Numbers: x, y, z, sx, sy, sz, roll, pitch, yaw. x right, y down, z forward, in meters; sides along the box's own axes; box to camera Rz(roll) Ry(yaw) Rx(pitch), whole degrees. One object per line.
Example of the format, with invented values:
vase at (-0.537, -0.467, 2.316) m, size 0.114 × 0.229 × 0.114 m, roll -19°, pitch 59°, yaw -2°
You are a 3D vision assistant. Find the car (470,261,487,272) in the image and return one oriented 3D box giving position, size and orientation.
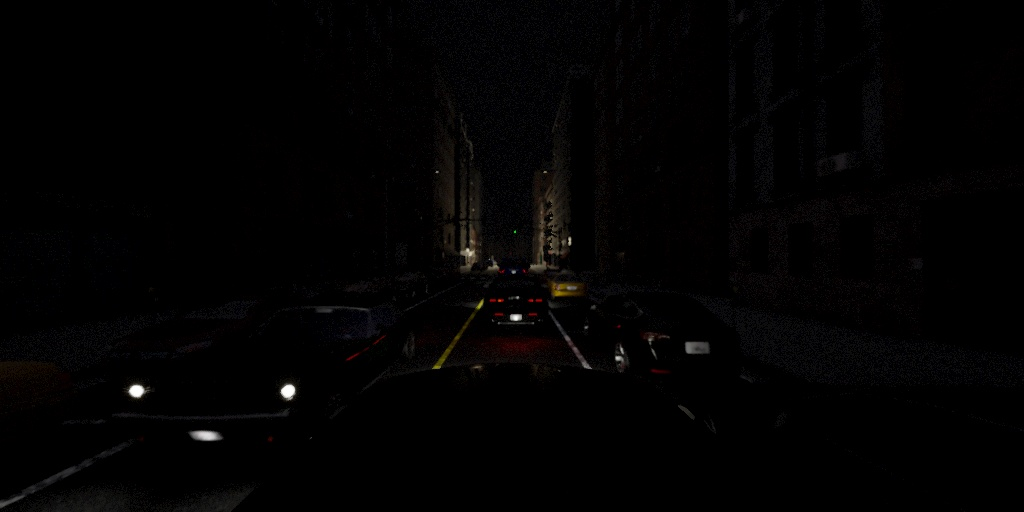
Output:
car at (-5.354, 1.690, 55.299) m, size 2.007 × 1.370 × 4.403 m, roll 0°, pitch 0°, yaw 0°

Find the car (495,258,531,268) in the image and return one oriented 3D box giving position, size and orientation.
car at (0.115, 1.151, 25.869) m, size 2.150 × 2.045 × 5.566 m, roll 0°, pitch 0°, yaw 0°

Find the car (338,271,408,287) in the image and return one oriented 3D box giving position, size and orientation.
car at (-5.381, 1.383, 12.598) m, size 2.007 × 1.370 × 4.403 m, roll 0°, pitch 0°, yaw 0°

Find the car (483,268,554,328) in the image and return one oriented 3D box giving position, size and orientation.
car at (0.106, 1.333, 11.682) m, size 1.837 × 1.490 × 4.892 m, roll 0°, pitch 0°, yaw 0°

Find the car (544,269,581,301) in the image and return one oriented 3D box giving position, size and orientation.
car at (2.647, 1.397, 18.167) m, size 1.751 × 1.417 × 4.829 m, roll 0°, pitch 0°, yaw 0°

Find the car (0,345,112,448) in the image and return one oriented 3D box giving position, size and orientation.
car at (-5.388, 1.275, 1.602) m, size 1.751 × 1.417 × 4.829 m, roll 0°, pitch 0°, yaw 0°

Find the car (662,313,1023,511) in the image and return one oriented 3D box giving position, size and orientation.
car at (2.637, 1.316, 1.758) m, size 1.948 × 1.339 × 4.313 m, roll 0°, pitch 0°, yaw 0°

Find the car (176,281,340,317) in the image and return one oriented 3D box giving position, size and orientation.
car at (-5.385, 1.374, 7.185) m, size 1.802 × 1.307 × 4.207 m, roll 0°, pitch 0°, yaw 0°

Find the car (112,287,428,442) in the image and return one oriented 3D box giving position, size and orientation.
car at (-2.847, 1.380, 5.544) m, size 1.895 × 1.301 × 4.718 m, roll 0°, pitch 0°, yaw 0°

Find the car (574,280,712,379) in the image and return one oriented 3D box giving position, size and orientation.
car at (2.640, 1.358, 7.171) m, size 1.948 × 1.339 × 4.313 m, roll 0°, pitch 0°, yaw 0°

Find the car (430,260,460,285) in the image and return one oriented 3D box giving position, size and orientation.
car at (-5.371, 1.264, 28.836) m, size 2.192 × 1.841 × 5.009 m, roll 0°, pitch 0°, yaw 0°

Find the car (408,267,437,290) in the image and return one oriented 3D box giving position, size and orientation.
car at (-5.378, 1.422, 18.011) m, size 2.007 × 1.370 × 4.403 m, roll 0°, pitch 0°, yaw 0°

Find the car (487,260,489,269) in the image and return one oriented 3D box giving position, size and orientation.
car at (-5.351, 1.723, 60.753) m, size 1.888 × 1.381 × 4.507 m, roll 0°, pitch 0°, yaw 0°
